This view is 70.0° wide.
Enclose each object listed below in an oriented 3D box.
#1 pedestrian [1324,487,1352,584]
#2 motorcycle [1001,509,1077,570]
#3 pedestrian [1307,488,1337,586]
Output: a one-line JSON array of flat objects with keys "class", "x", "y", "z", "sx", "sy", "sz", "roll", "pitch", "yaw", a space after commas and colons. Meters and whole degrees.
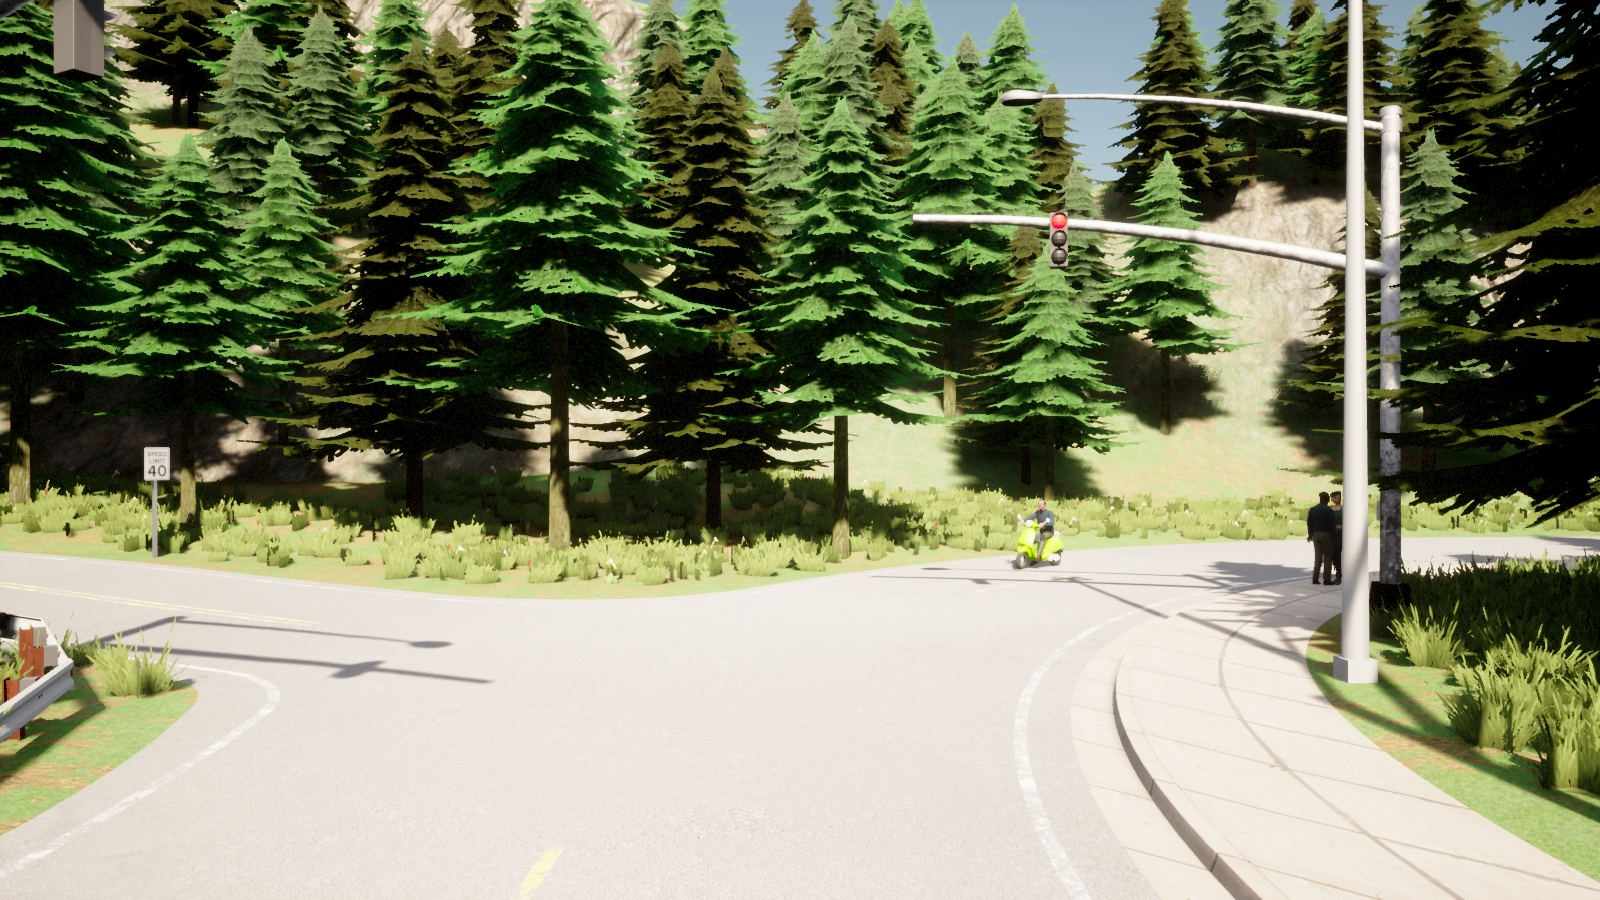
[{"class": "pedestrian", "x": 10.560, "y": 1.668, "z": 22.427, "sx": 0.375, "sy": 1.860, "sz": 0.375, "roll": 0, "pitch": 0, "yaw": -39}, {"class": "motorcycle", "x": 5.702, "y": 2.113, "z": 27.217, "sx": 1.805, "sy": 1.316, "sz": 0.856, "roll": 0, "pitch": 0, "yaw": -41}, {"class": "pedestrian", "x": 10.079, "y": 1.668, "z": 22.068, "sx": 0.375, "sy": 1.860, "sz": 0.375, "roll": 0, "pitch": 0, "yaw": -34}]
